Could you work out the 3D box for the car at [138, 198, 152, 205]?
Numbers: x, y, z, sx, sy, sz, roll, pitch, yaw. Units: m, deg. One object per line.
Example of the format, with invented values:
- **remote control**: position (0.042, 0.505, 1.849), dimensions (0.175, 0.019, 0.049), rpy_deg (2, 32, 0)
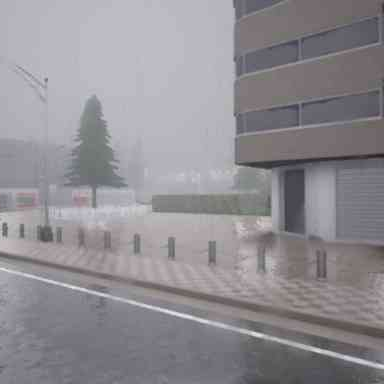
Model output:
- **car**: position (-8.576, 1.981, 68.036), dimensions (2.033, 1.411, 5.357), rpy_deg (-1, 0, 36)
